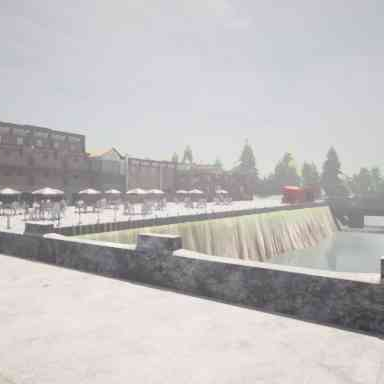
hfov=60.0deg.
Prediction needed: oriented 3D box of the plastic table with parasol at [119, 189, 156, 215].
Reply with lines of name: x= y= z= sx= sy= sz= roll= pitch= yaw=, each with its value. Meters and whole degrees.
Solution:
plastic table with parasol: x=-5.297 y=0.923 z=32.508 sx=2.482 sy=2.480 sz=2.482 roll=0 pitch=0 yaw=35

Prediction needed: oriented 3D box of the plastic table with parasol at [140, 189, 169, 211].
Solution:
plastic table with parasol: x=-4.538 y=0.922 z=40.197 sx=2.482 sy=2.480 sz=2.482 roll=0 pitch=0 yaw=35

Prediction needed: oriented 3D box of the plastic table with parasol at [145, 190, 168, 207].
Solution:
plastic table with parasol: x=-5.248 y=0.922 z=49.186 sx=2.482 sy=2.480 sz=2.482 roll=0 pitch=0 yaw=35
